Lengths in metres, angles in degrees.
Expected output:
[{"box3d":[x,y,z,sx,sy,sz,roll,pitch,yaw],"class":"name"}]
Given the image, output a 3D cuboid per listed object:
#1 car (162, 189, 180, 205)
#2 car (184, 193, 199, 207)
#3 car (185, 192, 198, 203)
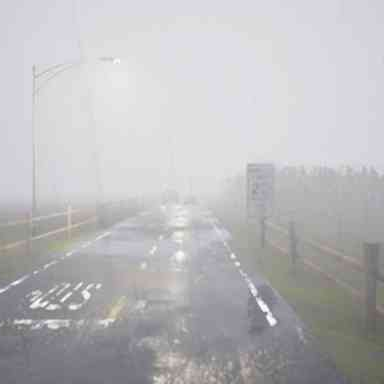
[{"box3d":[-2.836,0.648,45.618,2.150,2.045,5.566,0,1,0],"class":"car"},{"box3d":[-0.079,1.094,41.518,1.895,1.301,4.718,0,1,0],"class":"car"},{"box3d":[-0.099,0.869,51.545,1.837,1.490,4.892,0,1,0],"class":"car"}]
